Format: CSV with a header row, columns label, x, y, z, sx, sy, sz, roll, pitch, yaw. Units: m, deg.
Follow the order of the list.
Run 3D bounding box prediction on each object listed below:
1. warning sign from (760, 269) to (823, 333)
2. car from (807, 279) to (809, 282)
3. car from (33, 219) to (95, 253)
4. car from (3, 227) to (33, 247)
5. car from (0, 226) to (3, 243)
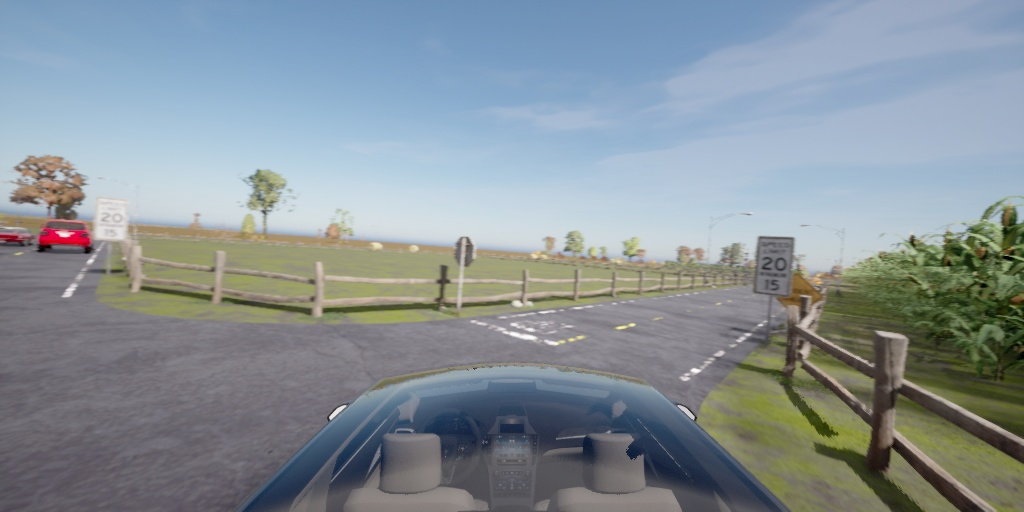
label,x,y,z,sx,sy,sz,roll,pitch,yaw
warning sign,8.386,1.415,10.750,1.300,1.860,1.060,0,0,42
car,32.258,3.118,41.135,2.097,1.767,4.553,5,1,42
car,-29.344,-1.333,23.746,5.566,2.045,2.150,5,1,42
car,-35.401,-1.391,25.262,4.718,1.301,1.895,5,1,42
car,-25.766,-0.748,16.513,5.008,1.535,1.882,5,1,42
